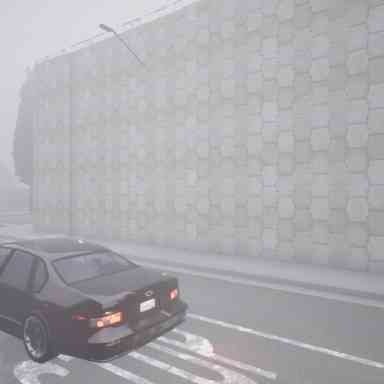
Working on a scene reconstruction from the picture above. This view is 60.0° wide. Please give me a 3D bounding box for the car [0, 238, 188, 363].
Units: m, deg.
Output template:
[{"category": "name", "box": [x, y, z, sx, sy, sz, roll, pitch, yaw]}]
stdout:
[{"category": "car", "box": [-2.638, 1.547, 5.859, 5.357, 1.411, 2.033, 0, 0, 35]}]
